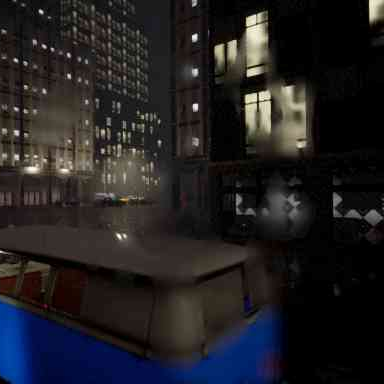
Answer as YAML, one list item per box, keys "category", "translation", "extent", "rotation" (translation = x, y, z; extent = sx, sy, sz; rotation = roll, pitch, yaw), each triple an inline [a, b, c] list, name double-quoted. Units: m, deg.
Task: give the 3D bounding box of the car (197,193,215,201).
- category: "car"
  translation: [3.065, 1.016, 73.299]
  extent: [1.967, 1.590, 4.097]
  rotation: [0, 0, 36]

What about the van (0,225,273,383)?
- category: "van"
  translation: [-1.112, 1.342, 3.684]
  extent: [3.998, 1.788, 1.690]
  rotation: [0, -1, 36]

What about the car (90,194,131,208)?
- category: "car"
  translation: [-10.141, 1.267, 41.077]
  extent: [1.887, 1.381, 4.507]
  rotation: [0, 0, 36]

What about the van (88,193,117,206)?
- category: "van"
  translation: [-13.596, 1.135, 50.544]
  extent: [1.690, 1.788, 3.998]
  rotation: [0, 0, 36]

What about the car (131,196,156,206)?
- category: "car"
  translation: [-6.811, 1.230, 45.626]
  extent: [2.008, 1.369, 4.403]
  rotation: [0, 0, 36]

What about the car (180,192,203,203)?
- category: "car"
  translation: [-0.152, 0.908, 54.723]
  extent: [2.192, 1.841, 5.009]
  rotation: [0, 0, 36]

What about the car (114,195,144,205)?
- category: "car"
  translation: [-10.363, 1.278, 54.958]
  extent: [1.752, 1.417, 4.829]
  rotation: [0, 0, 36]

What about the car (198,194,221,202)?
- category: "car"
  translation: [3.181, 1.101, 59.273]
  extent: [2.008, 1.369, 4.403]
  rotation: [0, 0, 36]

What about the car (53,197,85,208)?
- category: "car"
  translation: [-16.926, 1.403, 45.994]
  extent: [1.947, 1.339, 4.313]
  rotation: [0, 0, 36]
